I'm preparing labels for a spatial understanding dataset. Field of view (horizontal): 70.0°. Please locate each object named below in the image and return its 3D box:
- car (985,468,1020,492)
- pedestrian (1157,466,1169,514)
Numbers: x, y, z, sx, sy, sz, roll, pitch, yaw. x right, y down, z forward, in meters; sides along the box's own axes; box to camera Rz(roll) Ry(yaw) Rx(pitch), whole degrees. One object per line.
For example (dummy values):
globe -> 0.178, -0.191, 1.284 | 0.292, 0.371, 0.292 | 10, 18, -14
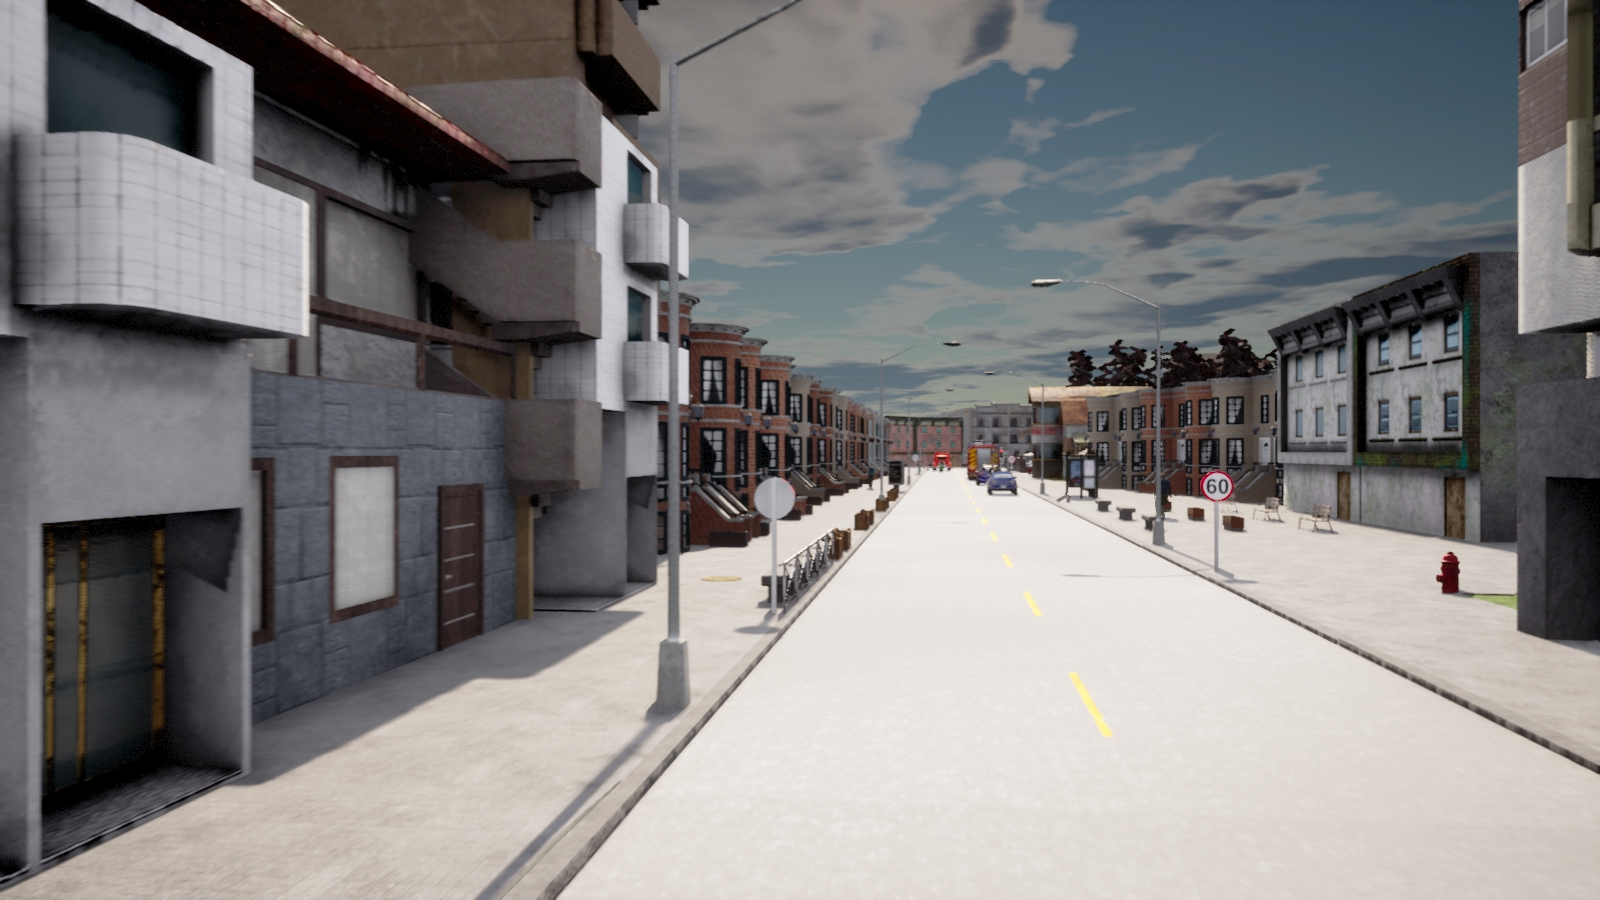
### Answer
car -> 13.033, 1.909, 73.794 | 2.002, 1.442, 4.674 | 0, 0, 7
pedestrian -> 14.276, 1.556, 44.891 | 0.375, 1.860, 0.375 | 0, 0, 4
